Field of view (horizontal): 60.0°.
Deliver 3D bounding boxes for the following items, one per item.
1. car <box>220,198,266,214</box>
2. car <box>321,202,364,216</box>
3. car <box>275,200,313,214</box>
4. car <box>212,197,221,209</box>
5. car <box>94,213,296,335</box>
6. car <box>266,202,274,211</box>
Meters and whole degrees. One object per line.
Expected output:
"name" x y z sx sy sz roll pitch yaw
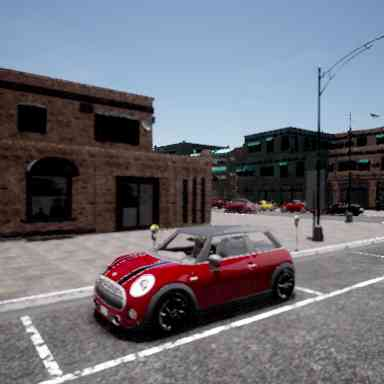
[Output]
"car" 5.841 1.534 38.327 2.097 1.767 4.553 1 -1 -35
"car" 15.534 1.745 34.502 1.947 1.339 4.313 0 -1 -35
"car" 12.370 1.672 39.061 1.967 1.590 4.097 0 -1 -35
"car" 2.878 1.706 52.735 2.192 1.841 5.009 0 -1 -35
"car" 0.176 1.433 6.669 4.097 1.590 1.967 0 1 -35
"car" 9.109 1.812 43.758 1.752 1.417 4.829 0 -1 -35
